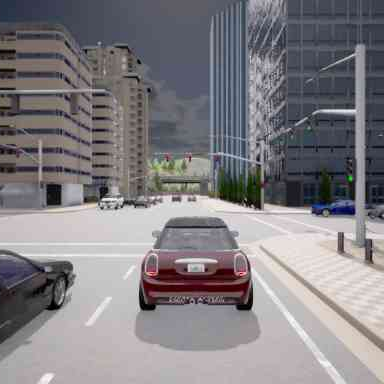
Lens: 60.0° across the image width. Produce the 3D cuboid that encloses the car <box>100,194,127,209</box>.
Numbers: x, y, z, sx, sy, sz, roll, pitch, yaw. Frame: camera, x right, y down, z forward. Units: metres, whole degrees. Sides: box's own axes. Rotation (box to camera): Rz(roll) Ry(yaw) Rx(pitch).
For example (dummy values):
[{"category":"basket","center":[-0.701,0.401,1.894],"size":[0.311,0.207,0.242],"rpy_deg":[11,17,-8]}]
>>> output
[{"category":"car","center":[-10.611,1.222,44.436],"size":[2.150,2.045,5.566],"rpy_deg":[0,0,0]}]

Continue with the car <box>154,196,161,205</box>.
[{"category":"car","center":[-7.096,1.491,57.464],"size":[2.128,1.511,4.902],"rpy_deg":[0,0,0]}]

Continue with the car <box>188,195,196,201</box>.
[{"category":"car","center":[-0.022,1.493,84.311],"size":[1.812,1.442,4.674],"rpy_deg":[0,0,0]}]

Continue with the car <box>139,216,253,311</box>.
[{"category":"car","center":[0.081,1.352,7.946],"size":[2.097,1.767,4.553],"rpy_deg":[0,0,0]}]

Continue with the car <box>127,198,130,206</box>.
[{"category":"car","center":[-10.606,1.601,54.205],"size":[1.895,1.301,4.718],"rpy_deg":[0,0,0]}]

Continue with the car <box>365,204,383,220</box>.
[{"category":"car","center":[16.273,1.436,26.324],"size":[4.902,1.511,2.128],"rpy_deg":[0,0,0]}]

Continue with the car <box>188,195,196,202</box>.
[{"category":"car","center":[-0.020,1.547,75.818],"size":[1.994,1.385,4.181],"rpy_deg":[0,0,0]}]

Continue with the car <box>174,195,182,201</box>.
[{"category":"car","center":[-3.522,1.509,84.311],"size":[2.033,1.411,5.357],"rpy_deg":[0,0,0]}]

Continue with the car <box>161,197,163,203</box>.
[{"category":"car","center":[-7.028,1.492,67.992],"size":[2.128,1.511,4.902],"rpy_deg":[0,0,0]}]

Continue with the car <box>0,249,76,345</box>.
[{"category":"car","center":[-3.435,1.547,4.747],"size":[2.033,1.411,5.357],"rpy_deg":[0,0,0]}]

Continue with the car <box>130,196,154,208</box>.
[{"category":"car","center":[-7.111,1.547,47.951],"size":[2.033,1.411,5.357],"rpy_deg":[0,0,0]}]

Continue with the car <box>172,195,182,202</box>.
[{"category":"car","center":[-3.520,1.470,74.700],"size":[1.882,1.535,5.008],"rpy_deg":[0,0,0]}]

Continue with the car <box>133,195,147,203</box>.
[{"category":"car","center":[-10.526,1.490,67.833],"size":[2.128,1.511,4.902],"rpy_deg":[0,0,0]}]

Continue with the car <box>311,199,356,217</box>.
[{"category":"car","center":[13.286,1.422,29.846],"size":[5.008,1.535,1.882],"rpy_deg":[0,0,1]}]
